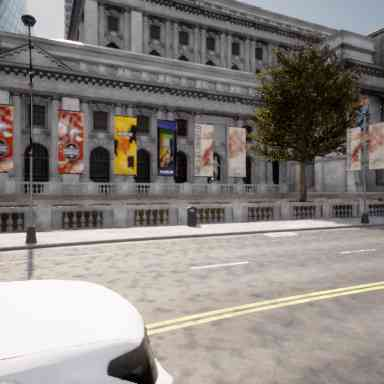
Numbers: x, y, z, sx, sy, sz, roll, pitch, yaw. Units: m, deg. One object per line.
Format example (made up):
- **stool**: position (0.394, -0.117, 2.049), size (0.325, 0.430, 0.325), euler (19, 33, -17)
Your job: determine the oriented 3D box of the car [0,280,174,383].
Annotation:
- **car**: position (-2.785, 1.222, 1.669), size (5.566, 2.045, 2.150), euler (0, 0, -36)
